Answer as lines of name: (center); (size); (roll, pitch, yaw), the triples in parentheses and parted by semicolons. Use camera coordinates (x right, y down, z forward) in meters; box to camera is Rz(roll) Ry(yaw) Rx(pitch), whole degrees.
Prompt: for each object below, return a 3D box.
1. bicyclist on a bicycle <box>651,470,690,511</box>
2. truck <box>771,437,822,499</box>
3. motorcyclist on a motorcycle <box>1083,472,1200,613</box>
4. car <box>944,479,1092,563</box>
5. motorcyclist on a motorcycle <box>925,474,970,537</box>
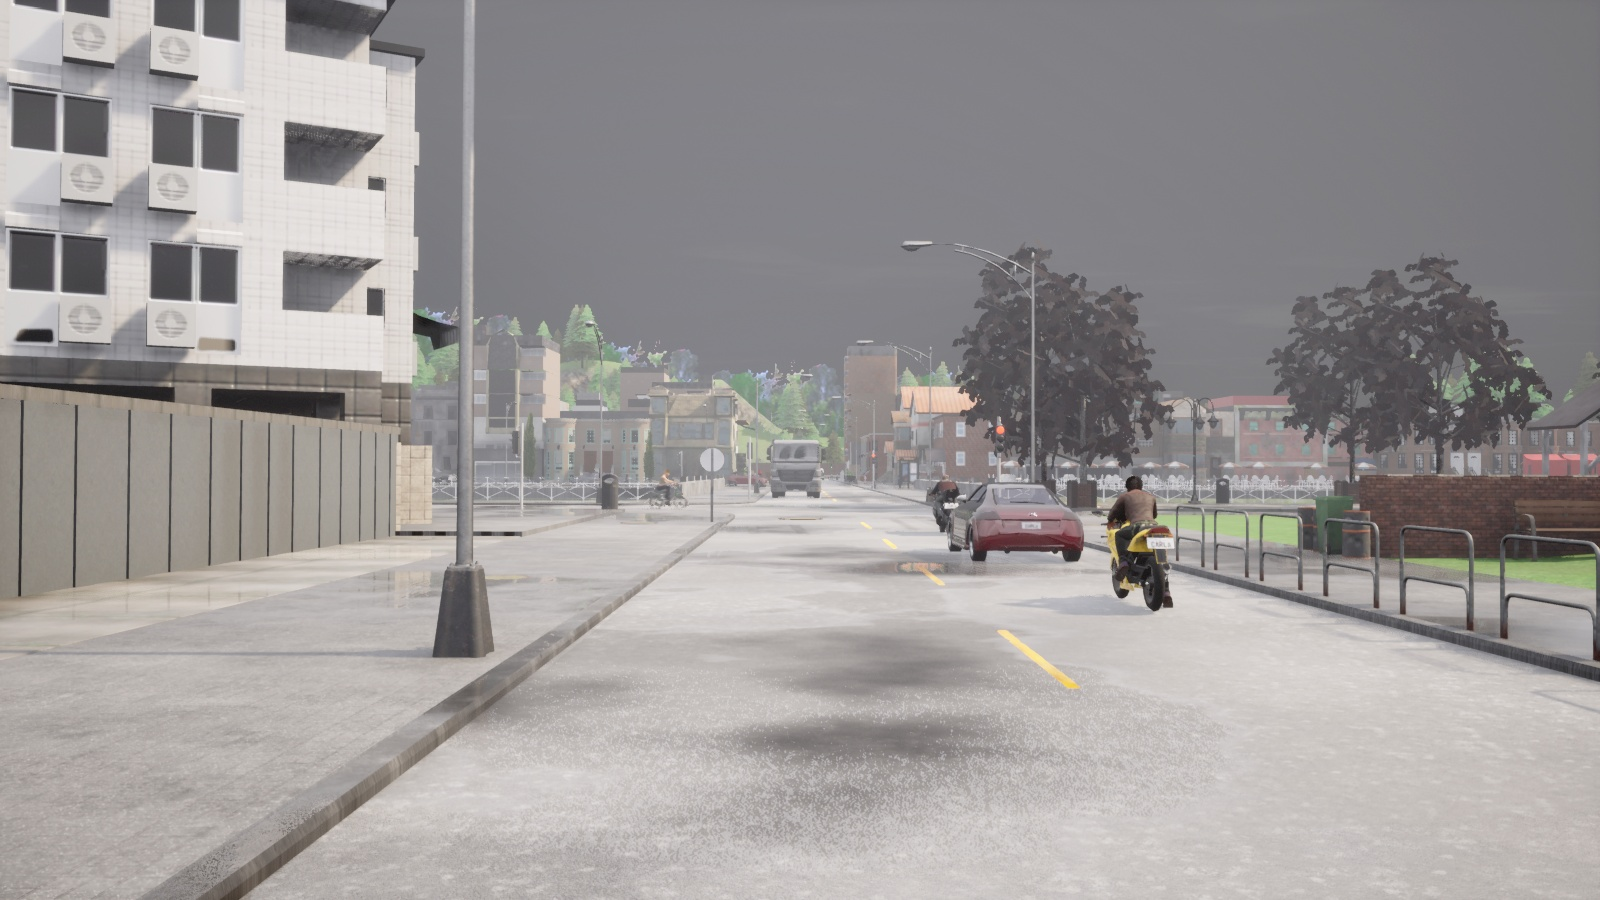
bicyclist on a bicycle: (-5.154, 1.606, 49.816); (1.509, 1.612, 0.866); (0, -2, -8)
truck: (-0.218, 1.085, 74.708); (2.891, 3.462, 7.936); (0, -1, 0)
motorcyclist on a motorcycle: (3.957, 1.028, 14.727); (0.797, 1.523, 2.044); (0, -1, 0)
car: (3.933, 1.254, 23.348); (1.994, 1.385, 4.181); (0, -1, 0)
motorcyclist on a motorcycle: (3.677, 1.362, 31.448); (0.866, 1.530, 2.191); (0, -1, 0)
